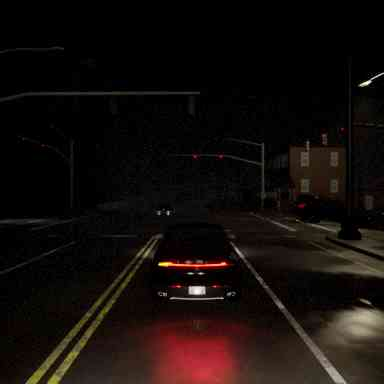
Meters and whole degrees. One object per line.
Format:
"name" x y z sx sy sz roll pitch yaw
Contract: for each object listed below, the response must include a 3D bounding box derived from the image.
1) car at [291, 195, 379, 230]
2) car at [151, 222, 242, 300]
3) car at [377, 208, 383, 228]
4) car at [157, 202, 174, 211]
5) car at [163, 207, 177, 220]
"car" 10.453 1.488 25.166 5.566 2.045 2.150 8 0 1
"car" 0.086 1.505 8.346 1.837 1.490 4.892 0 0 0
"car" 16.625 2.400 28.834 5.566 2.045 2.150 9 0 0
"car" -3.672 2.056 45.643 2.033 1.411 5.357 0 -4 0
"car" -3.686 3.678 56.047 2.033 1.411 5.357 0 -12 0
